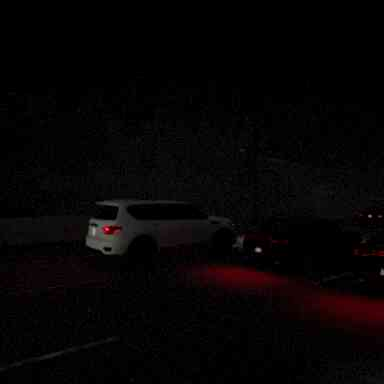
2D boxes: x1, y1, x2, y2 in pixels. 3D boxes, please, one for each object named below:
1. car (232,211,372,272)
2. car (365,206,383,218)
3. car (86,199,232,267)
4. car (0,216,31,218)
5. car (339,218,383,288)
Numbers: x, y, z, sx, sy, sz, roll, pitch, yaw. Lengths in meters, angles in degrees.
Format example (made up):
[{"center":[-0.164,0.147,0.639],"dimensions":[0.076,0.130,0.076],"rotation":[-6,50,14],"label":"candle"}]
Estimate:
[{"center":[3.877,1.545,11.211],"dimensions":[5.008,1.535,1.882],"rotation":[0,0,-38],"label":"car"},{"center":[14.000,1.709,24.438],"dimensions":[5.357,1.411,2.033],"rotation":[0,0,-43],"label":"car"},{"center":[-0.891,1.280,11.904],"dimensions":[5.566,2.045,2.150],"rotation":[0,0,-37],"label":"car"},{"center":[-15.893,1.645,27.088],"dimensions":[5.357,1.411,2.033],"rotation":[0,0,-36],"label":"car"},{"center":[5.982,1.536,8.414],"dimensions":[5.008,1.535,1.882],"rotation":[0,0,-38],"label":"car"}]
